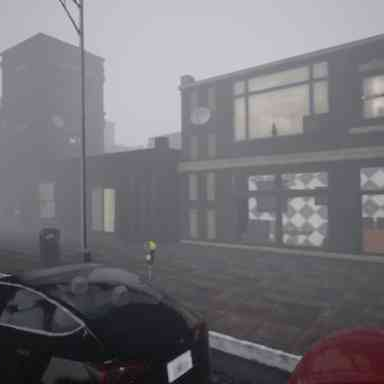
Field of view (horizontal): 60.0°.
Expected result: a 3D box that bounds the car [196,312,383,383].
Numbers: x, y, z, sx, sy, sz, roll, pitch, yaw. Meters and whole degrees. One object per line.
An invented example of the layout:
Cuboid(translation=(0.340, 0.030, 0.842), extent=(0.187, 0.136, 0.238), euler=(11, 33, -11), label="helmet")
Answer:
Cuboid(translation=(2.706, 1.301, 0.957), extent=(5.009, 1.841, 2.192), euler=(-1, -1, 36), label="car")

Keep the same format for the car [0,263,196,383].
Cuboid(translation=(-1.798, 1.596, 4.166), extent=(4.313, 1.339, 1.947), euler=(-1, -1, 36), label="car")
